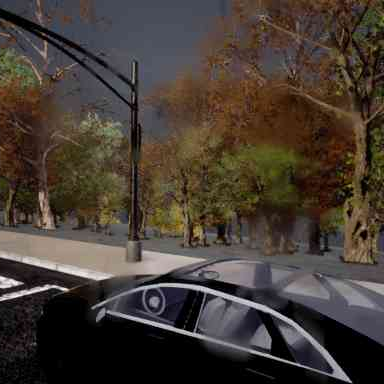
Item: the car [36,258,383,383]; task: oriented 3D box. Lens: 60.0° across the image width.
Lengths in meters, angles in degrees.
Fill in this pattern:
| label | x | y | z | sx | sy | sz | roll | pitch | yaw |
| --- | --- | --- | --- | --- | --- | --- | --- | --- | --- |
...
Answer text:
| label | x | y | z | sx | sy | sz | roll | pitch | yaw |
| --- | --- | --- | --- | --- | --- | --- | --- | --- | --- |
| car | 0.238 | 1.491 | 3.503 | 4.902 | 1.511 | 2.128 | 0 | 0 | 37 |
